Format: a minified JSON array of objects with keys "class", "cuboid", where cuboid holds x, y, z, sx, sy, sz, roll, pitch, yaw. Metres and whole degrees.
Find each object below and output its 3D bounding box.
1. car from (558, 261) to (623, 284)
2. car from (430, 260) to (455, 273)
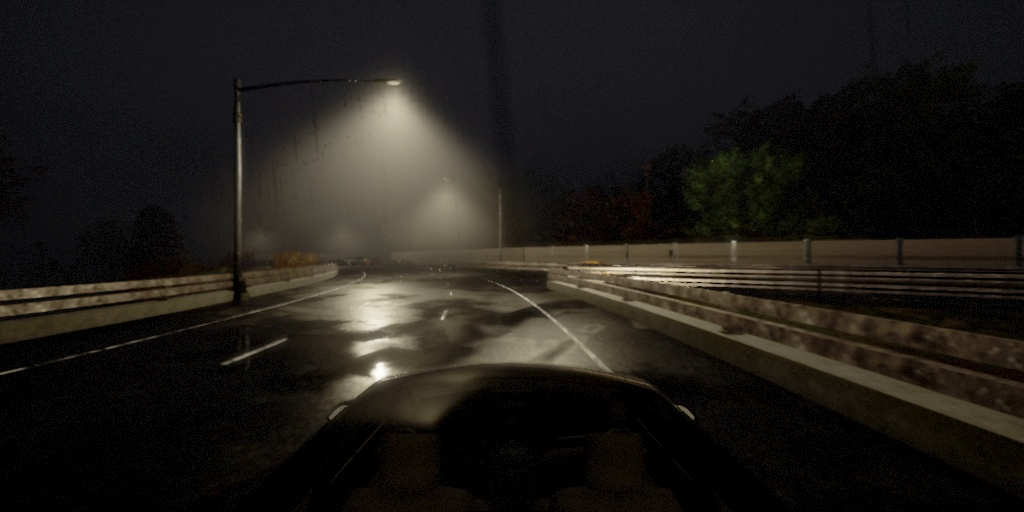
[{"class":"car","cuboid":[5.770,1.142,27.045,5.008,1.535,1.882,0,0,40]},{"class":"car","cuboid":[-8.792,1.249,45.391,1.837,1.490,4.892,0,0,-33]}]
